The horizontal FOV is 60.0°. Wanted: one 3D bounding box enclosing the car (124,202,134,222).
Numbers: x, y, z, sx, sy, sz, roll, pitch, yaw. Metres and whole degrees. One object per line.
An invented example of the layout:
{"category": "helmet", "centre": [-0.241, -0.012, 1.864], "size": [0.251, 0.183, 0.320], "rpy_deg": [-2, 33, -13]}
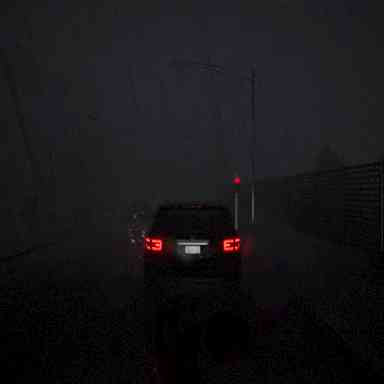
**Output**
{"category": "car", "centre": [-4.131, 1.500, 26.602], "size": [2.128, 1.511, 4.902], "rpy_deg": [0, 0, 0]}

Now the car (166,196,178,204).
{"category": "car", "centre": [-4.090, 1.571, 68.038], "size": [2.033, 1.411, 5.357], "rpy_deg": [0, 0, 0]}

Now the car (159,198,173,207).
{"category": "car", "centre": [-4.154, 1.619, 53.623], "size": [1.895, 1.301, 4.718], "rpy_deg": [0, 0, 0]}

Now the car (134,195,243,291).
{"category": "car", "centre": [0.033, 1.225, 9.191], "size": [2.150, 2.045, 5.566], "rpy_deg": [0, 0, 0]}

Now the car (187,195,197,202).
{"category": "car", "centre": [-0.098, 1.505, 77.578], "size": [1.882, 1.535, 5.008], "rpy_deg": [0, 0, -4]}

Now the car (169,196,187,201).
{"category": "car", "centre": [-3.806, 1.625, 87.267], "size": [4.718, 1.301, 1.895], "rpy_deg": [0, 0, 40]}
